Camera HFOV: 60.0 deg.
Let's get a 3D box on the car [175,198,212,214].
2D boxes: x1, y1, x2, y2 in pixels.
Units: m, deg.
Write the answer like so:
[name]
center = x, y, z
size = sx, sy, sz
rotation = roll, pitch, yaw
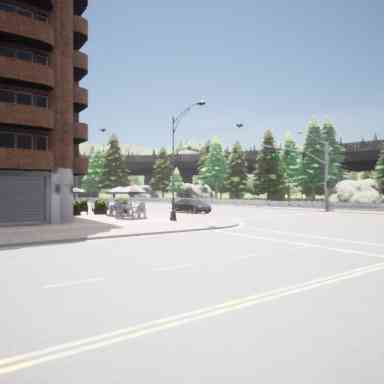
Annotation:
[car]
center = 0.082, 1.446, 34.145
size = 1.837, 1.490, 4.892
rotation = 0, 0, -36
